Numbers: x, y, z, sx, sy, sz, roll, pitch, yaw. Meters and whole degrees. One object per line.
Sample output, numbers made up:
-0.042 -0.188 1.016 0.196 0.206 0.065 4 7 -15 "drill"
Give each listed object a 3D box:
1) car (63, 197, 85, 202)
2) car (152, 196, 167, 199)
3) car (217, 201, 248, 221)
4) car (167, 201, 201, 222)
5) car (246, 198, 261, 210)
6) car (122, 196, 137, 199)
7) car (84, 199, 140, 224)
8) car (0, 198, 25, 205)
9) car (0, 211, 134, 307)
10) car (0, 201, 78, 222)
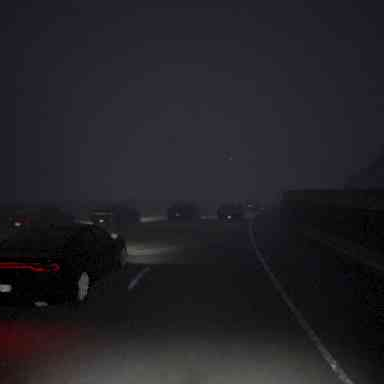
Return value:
-18.680 1.516 52.391 1.994 1.385 4.181 0 0 20 "car"
-6.185 1.435 64.611 2.033 1.411 5.357 0 0 23 "car"
3.285 1.603 27.250 1.895 1.301 4.718 0 0 12 "car"
-0.526 1.472 26.085 1.882 1.535 5.008 0 0 11 "car"
7.646 1.535 42.396 1.812 1.442 4.674 0 0 19 "car"
-11.688 1.492 60.685 1.812 1.442 4.674 0 0 23 "car"
-4.890 1.478 21.767 2.128 1.511 4.902 0 0 9 "car"
-24.722 1.505 45.150 1.994 1.385 4.181 0 0 17 "car"
-3.008 1.470 8.076 1.882 1.535 5.008 0 0 3 "car"
-8.764 1.504 19.645 1.812 1.442 4.674 0 0 8 "car"
